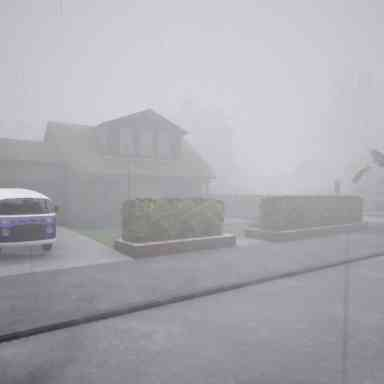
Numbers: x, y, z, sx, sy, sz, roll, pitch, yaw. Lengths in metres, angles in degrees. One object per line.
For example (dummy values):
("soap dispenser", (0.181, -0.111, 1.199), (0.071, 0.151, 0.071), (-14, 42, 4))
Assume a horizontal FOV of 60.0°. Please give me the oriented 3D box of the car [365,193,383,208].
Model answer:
("car", (23.154, 0.985, 40.320), (3.866, 1.878, 1.905), (0, 0, 0))
